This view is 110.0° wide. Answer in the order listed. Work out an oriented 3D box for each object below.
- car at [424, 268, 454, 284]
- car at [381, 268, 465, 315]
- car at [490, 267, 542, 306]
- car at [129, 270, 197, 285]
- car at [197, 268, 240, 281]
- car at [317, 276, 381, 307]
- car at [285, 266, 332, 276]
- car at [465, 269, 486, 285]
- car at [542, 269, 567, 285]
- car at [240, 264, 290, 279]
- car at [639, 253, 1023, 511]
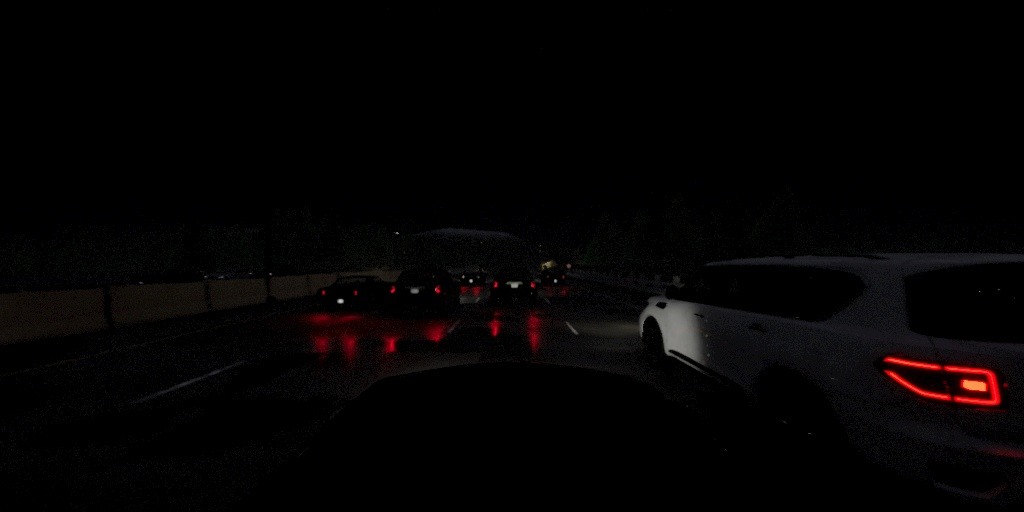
[{"bbox_3d":[-6.890,1.853,34.272,1.994,1.385,4.181,0,-1,0],"label":"car"},{"bbox_3d":[-3.396,1.279,14.645,2.097,1.767,4.553,0,-1,0],"label":"car"},{"bbox_3d":[0.104,1.316,17.265,2.097,1.767,4.553,0,-1,0],"label":"car"},{"bbox_3d":[-28.089,1.776,29.358,1.895,1.301,4.718,0,-1,0],"label":"car"},{"bbox_3d":[-24.587,1.751,31.617,1.812,1.442,4.674,0,-1,0],"label":"car"},{"bbox_3d":[-6.895,1.555,16.646,1.895,1.301,4.718,0,-1,0],"label":"car"},{"bbox_3d":[-17.587,1.792,31.767,1.994,1.385,4.181,0,-1,0],"label":"car"},{"bbox_3d":[-3.390,1.834,31.944,1.895,1.301,4.718,0,-1,0],"label":"car"},{"bbox_3d":[3.609,1.834,31.930,1.895,1.301,4.718,0,-1,0],"label":"car"},{"bbox_3d":[-21.087,1.581,31.795,2.097,1.767,4.553,0,-1,0],"label":"car"},{"bbox_3d":[3.601,1.013,4.797,2.150,2.045,5.566,0,-1,0],"label":"car"}]
